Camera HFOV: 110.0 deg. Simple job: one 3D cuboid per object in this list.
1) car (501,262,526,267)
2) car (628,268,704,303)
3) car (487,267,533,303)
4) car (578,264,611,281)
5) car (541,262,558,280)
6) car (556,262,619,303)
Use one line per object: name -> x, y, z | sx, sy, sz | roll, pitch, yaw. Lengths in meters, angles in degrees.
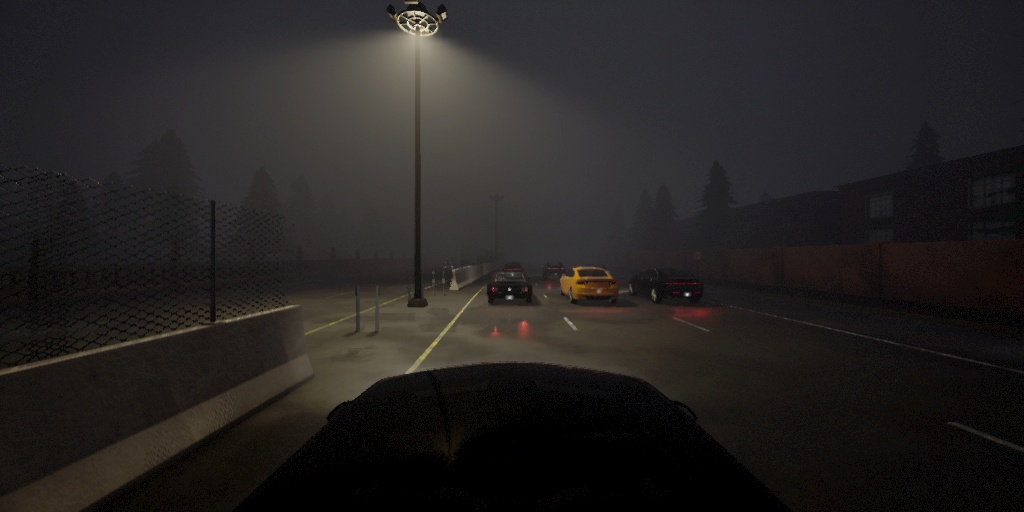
car -> 0.108, 1.264, 31.376 | 1.837, 1.490, 4.892 | 0, 0, 1
car -> 6.901, 1.264, 16.562 | 1.837, 1.490, 4.892 | 0, 0, 0
car -> -0.099, 1.363, 16.556 | 1.895, 1.301, 4.718 | 0, 0, 0
car -> 7.107, 1.364, 31.243 | 1.895, 1.301, 4.718 | 0, 0, 1
car -> 3.607, 1.243, 31.295 | 2.128, 1.511, 4.902 | 0, 0, 1
car -> 3.401, 1.232, 16.544 | 1.882, 1.535, 5.008 | 0, 0, 0
